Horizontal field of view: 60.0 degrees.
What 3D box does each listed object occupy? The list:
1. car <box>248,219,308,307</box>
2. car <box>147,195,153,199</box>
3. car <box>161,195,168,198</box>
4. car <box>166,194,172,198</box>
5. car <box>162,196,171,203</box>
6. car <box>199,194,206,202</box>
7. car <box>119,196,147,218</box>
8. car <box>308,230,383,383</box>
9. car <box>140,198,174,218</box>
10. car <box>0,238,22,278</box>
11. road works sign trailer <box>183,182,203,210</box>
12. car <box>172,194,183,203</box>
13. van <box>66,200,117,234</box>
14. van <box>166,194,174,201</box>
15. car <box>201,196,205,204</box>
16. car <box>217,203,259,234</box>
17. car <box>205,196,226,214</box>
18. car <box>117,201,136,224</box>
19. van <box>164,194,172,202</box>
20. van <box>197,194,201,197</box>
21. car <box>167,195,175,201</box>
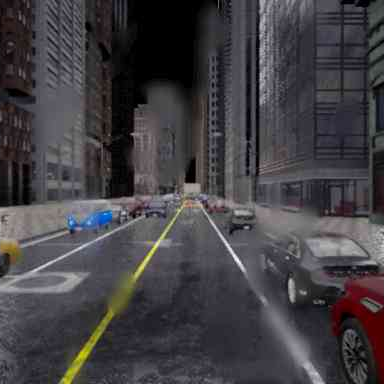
[{"bbox_3d":[2.759,1.558,7.777,2.008,1.369,4.403,0,0,0],"label":"car"},{"bbox_3d":[-5.771,1.364,41.614,2.192,1.841,5.009,0,0,0],"label":"car"},{"bbox_3d":[-5.772,1.640,58.536,1.947,1.339,4.313,0,0,0],"label":"car"},{"bbox_3d":[-5.773,1.641,69.818,2.008,1.369,4.403,0,0,0],"label":"car"},{"bbox_3d":[-5.773,1.623,75.289,1.752,1.417,4.829,0,0,0],"label":"car"},{"bbox_3d":[2.753,1.627,64.183,1.887,1.381,4.507,0,0,0],"label":"car"},{"bbox_3d":[-5.770,1.348,30.333,2.192,1.841,5.009,0,0,0],"label":"car"},{"bbox_3d":[2.759,1.317,2.137,2.192,1.841,5.009,0,0,0],"label":"car"},{"bbox_3d":[-3.103,1.580,30.421,2.033,1.411,5.357,0,0,0],"label":"car"},{"bbox_3d":[-5.766,1.532,7.600,1.752,1.417,4.829,0,0,0],"label":"car"},{"bbox_3d":[-0.005,0.518,44.647,2.380,3.560,2.880,0,0,0],"label":"road works sign trailer"},{"bbox_3d":[-3.007,1.639,72.409,1.994,1.385,4.181,0,0,0],"label":"car"},{"bbox_3d":[-5.768,1.359,19.052,1.690,1.788,3.998,0,0,0],"label":"van"},{"bbox_3d":[-5.775,1.455,86.740,1.690,1.788,3.998,0,0,0],"label":"van"},{"bbox_3d":[2.755,1.623,47.261,1.947,1.339,4.313,0,0,0],"label":"car"},{"bbox_3d":[2.758,1.569,19.058,2.008,1.369,4.403,0,0,0],"label":"car"},{"bbox_3d":[2.755,1.481,35.979,1.967,1.590,4.097,0,0,0],"label":"car"},{"bbox_3d":[-5.768,1.576,24.692,2.008,1.369,4.403,0,0,0],"label":"car"},{"bbox_3d":[-5.775,1.447,81.099,1.690,1.788,3.998,0,0,0],"label":"van"},{"bbox_3d":[2.751,1.447,81.105,1.690,1.788,3.998,0,0,0],"label":"van"},{"bbox_3d":[-5.775,1.562,92.381,1.967,1.590,4.097,0,0,0],"label":"car"}]
